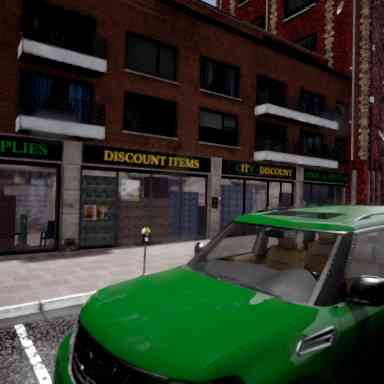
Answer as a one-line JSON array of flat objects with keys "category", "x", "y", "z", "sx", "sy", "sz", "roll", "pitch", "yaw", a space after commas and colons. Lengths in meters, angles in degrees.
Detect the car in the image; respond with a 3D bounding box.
[{"category": "car", "x": 1.403, "y": 1.224, "z": 3.949, "sx": 5.566, "sy": 2.045, "sz": 2.150, "roll": 0, "pitch": 0, "yaw": -36}]
